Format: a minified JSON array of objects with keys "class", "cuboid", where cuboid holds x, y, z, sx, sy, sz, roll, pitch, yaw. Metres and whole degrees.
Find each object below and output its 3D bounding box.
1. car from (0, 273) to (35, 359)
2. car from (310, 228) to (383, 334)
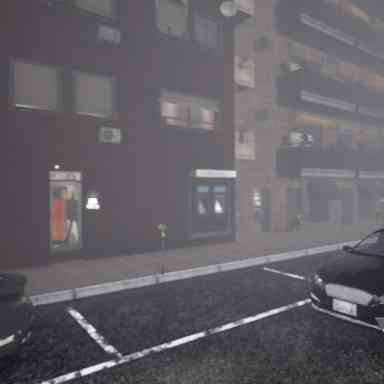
[{"class":"car","cuboid":[-4.148,1.557,3.605,4.403,1.369,2.008,0,0,-35]},{"class":"car","cuboid":[4.286,1.461,6.429,4.902,1.511,2.128,0,0,-36]}]
